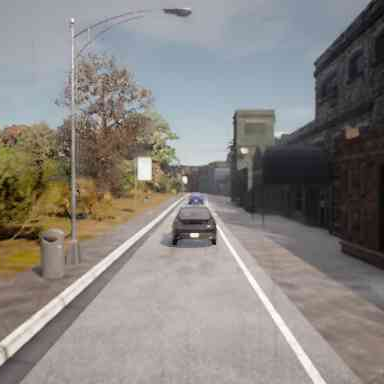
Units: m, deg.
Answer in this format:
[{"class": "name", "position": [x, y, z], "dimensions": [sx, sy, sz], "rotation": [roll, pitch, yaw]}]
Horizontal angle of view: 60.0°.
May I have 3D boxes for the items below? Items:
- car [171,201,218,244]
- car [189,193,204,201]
[{"class": "car", "position": [0.114, 1.386, 15.175], "dimensions": [1.837, 1.490, 4.892], "rotation": [0, 1, 0]}, {"class": "car", "position": [0.566, 0.839, 42.861], "dimensions": [1.812, 1.442, 4.674], "rotation": [0, 1, 1]}]
